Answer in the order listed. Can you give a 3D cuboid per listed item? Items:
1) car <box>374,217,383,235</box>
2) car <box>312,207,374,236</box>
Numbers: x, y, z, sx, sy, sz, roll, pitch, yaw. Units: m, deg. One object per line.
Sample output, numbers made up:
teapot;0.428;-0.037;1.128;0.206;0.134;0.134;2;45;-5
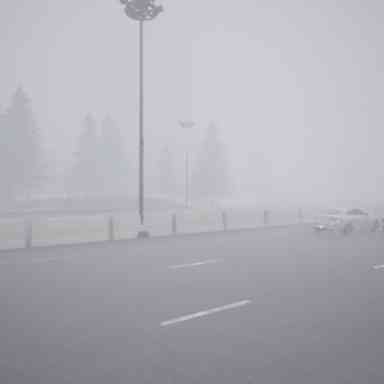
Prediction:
car;11.014;1.490;15.899;5.008;1.535;1.882;0;0;-35
car;8.524;1.535;18.432;4.674;1.442;1.812;0;0;-36
